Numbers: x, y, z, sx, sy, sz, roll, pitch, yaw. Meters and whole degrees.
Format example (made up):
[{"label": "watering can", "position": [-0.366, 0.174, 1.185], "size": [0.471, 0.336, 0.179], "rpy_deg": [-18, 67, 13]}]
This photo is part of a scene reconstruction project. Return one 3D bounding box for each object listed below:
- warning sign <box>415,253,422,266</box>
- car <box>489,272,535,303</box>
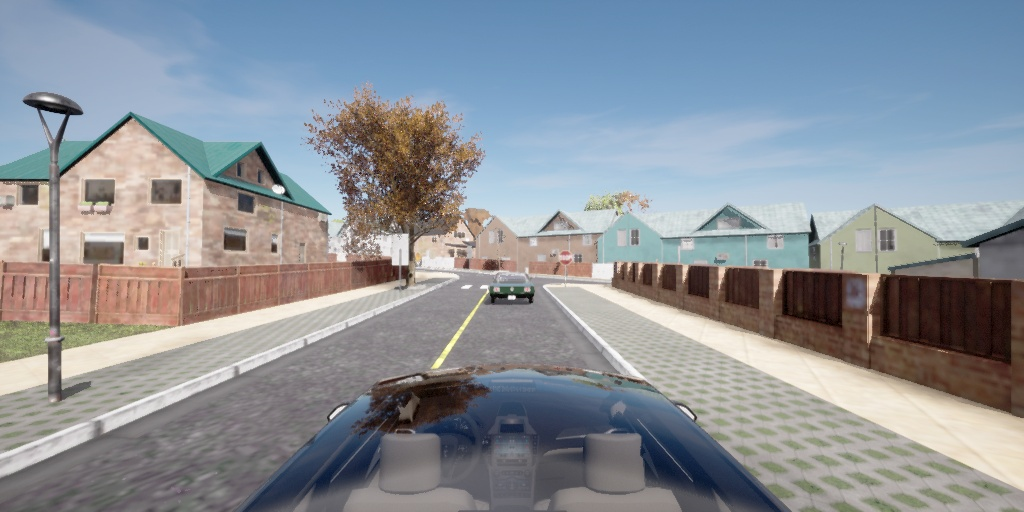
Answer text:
[{"label": "warning sign", "position": [-12.279, 0.452, 46.878], "size": [1.060, 1.860, 1.300], "rpy_deg": [0, 0, 32]}, {"label": "car", "position": [0.001, 1.373, 16.536], "size": [1.895, 1.301, 4.718], "rpy_deg": [0, 0, 0]}]
